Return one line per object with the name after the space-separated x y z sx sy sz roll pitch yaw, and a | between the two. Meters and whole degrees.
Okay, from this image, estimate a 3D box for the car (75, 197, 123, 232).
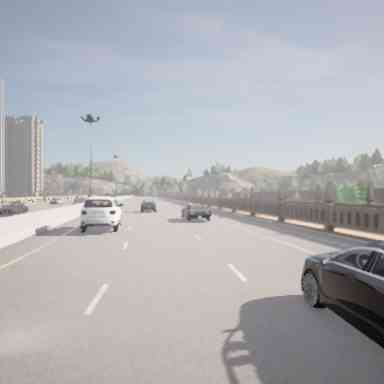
-5.654 1.325 21.148 2.150 2.045 5.566 0 0 -9 | car

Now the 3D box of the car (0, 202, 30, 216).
-18.796 1.780 35.281 1.994 1.385 4.181 0 0 -9 | car

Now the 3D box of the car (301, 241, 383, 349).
3.277 1.496 5.050 2.128 1.511 4.902 0 0 -3 | car

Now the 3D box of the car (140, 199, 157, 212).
-5.495 1.671 41.815 2.128 1.511 4.902 0 0 -9 | car

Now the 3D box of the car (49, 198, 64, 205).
-27.631 1.965 67.849 1.895 1.301 4.718 0 0 -9 | car

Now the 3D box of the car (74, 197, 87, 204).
-25.449 1.888 76.111 2.128 1.511 4.902 0 0 -9 | car

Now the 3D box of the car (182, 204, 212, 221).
0.271 1.704 28.341 1.895 1.301 4.718 0 0 -9 | car
